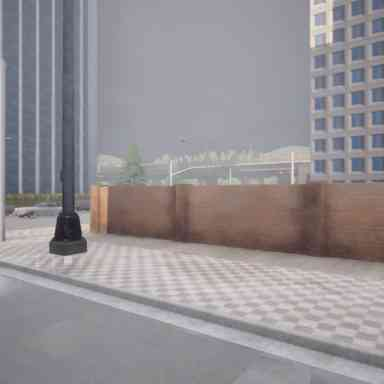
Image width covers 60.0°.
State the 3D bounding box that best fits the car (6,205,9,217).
[{"bbox_3d":[-18.207,1.547,29.251,2.033,1.411,5.357,0,0,32],"label":"car"}]

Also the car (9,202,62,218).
[{"bbox_3d":[-13.404,1.601,29.944,1.895,1.301,4.718,0,0,35],"label":"car"}]

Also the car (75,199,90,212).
[{"bbox_3d":[-12.396,1.547,37.480,2.033,1.411,5.357,0,0,35],"label":"car"}]
